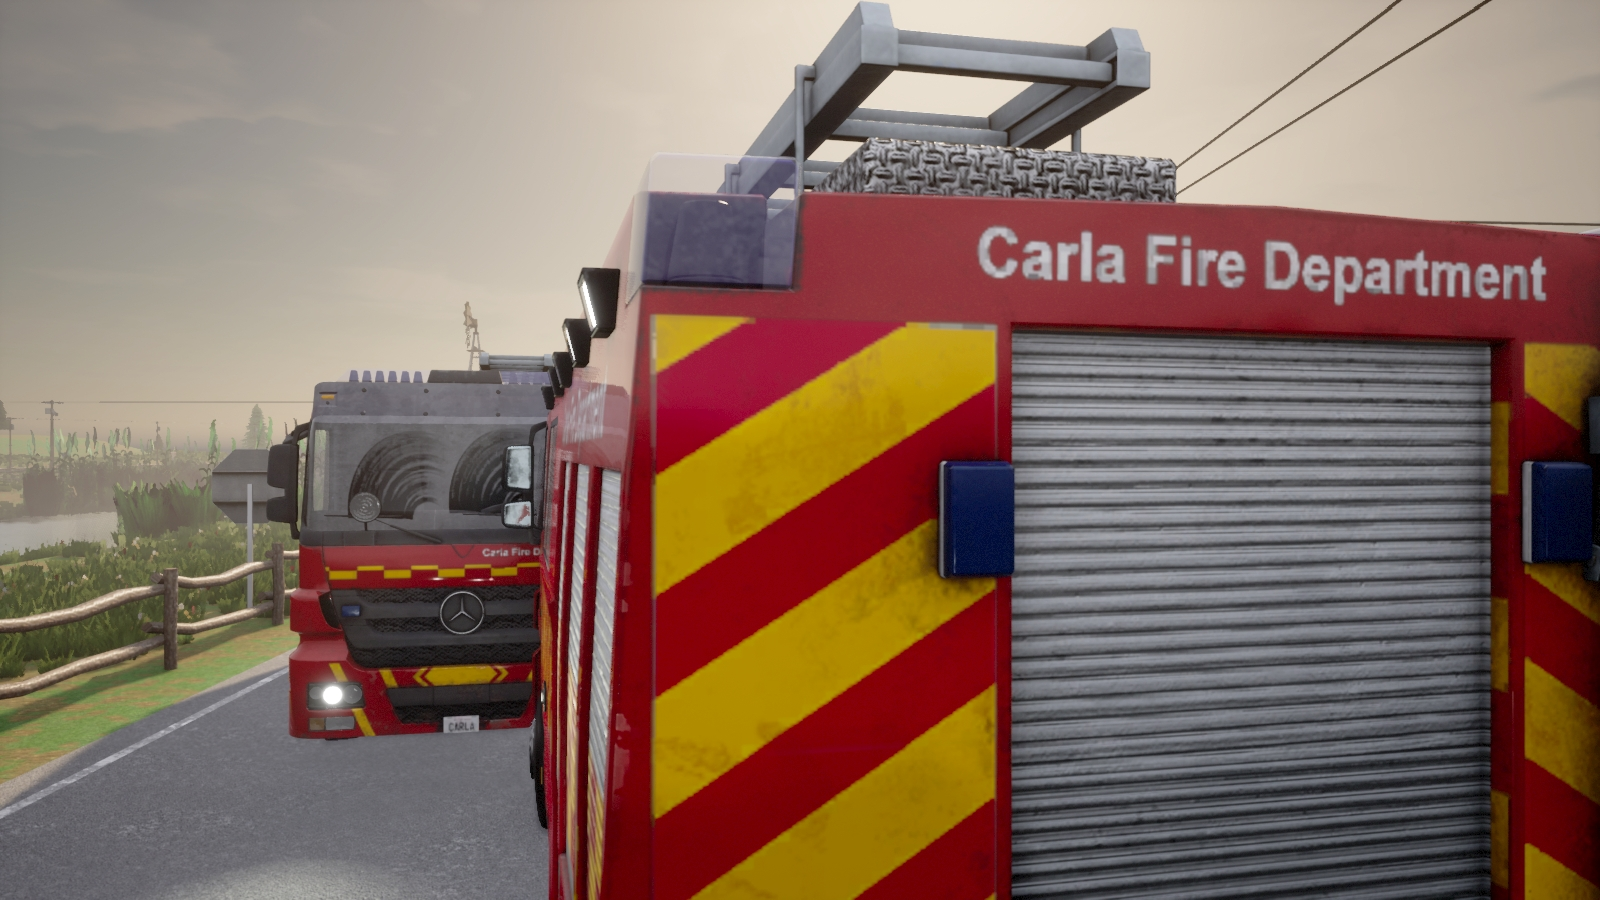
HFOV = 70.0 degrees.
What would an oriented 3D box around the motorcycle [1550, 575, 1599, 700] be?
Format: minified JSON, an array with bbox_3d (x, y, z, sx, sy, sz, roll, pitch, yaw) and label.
[{"bbox_3d":[9.803,2.142,13.165,1.805,1.316,0.856,0,0,-7],"label":"motorcycle"}]

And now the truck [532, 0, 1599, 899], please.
[{"bbox_3d":[-0.078,0.867,6.873,2.891,3.827,8.468,0,0,-14],"label":"truck"}]

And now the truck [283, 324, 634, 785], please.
[{"bbox_3d":[-3.895,0.862,13.939,2.891,3.827,8.468,0,0,-14],"label":"truck"}]
